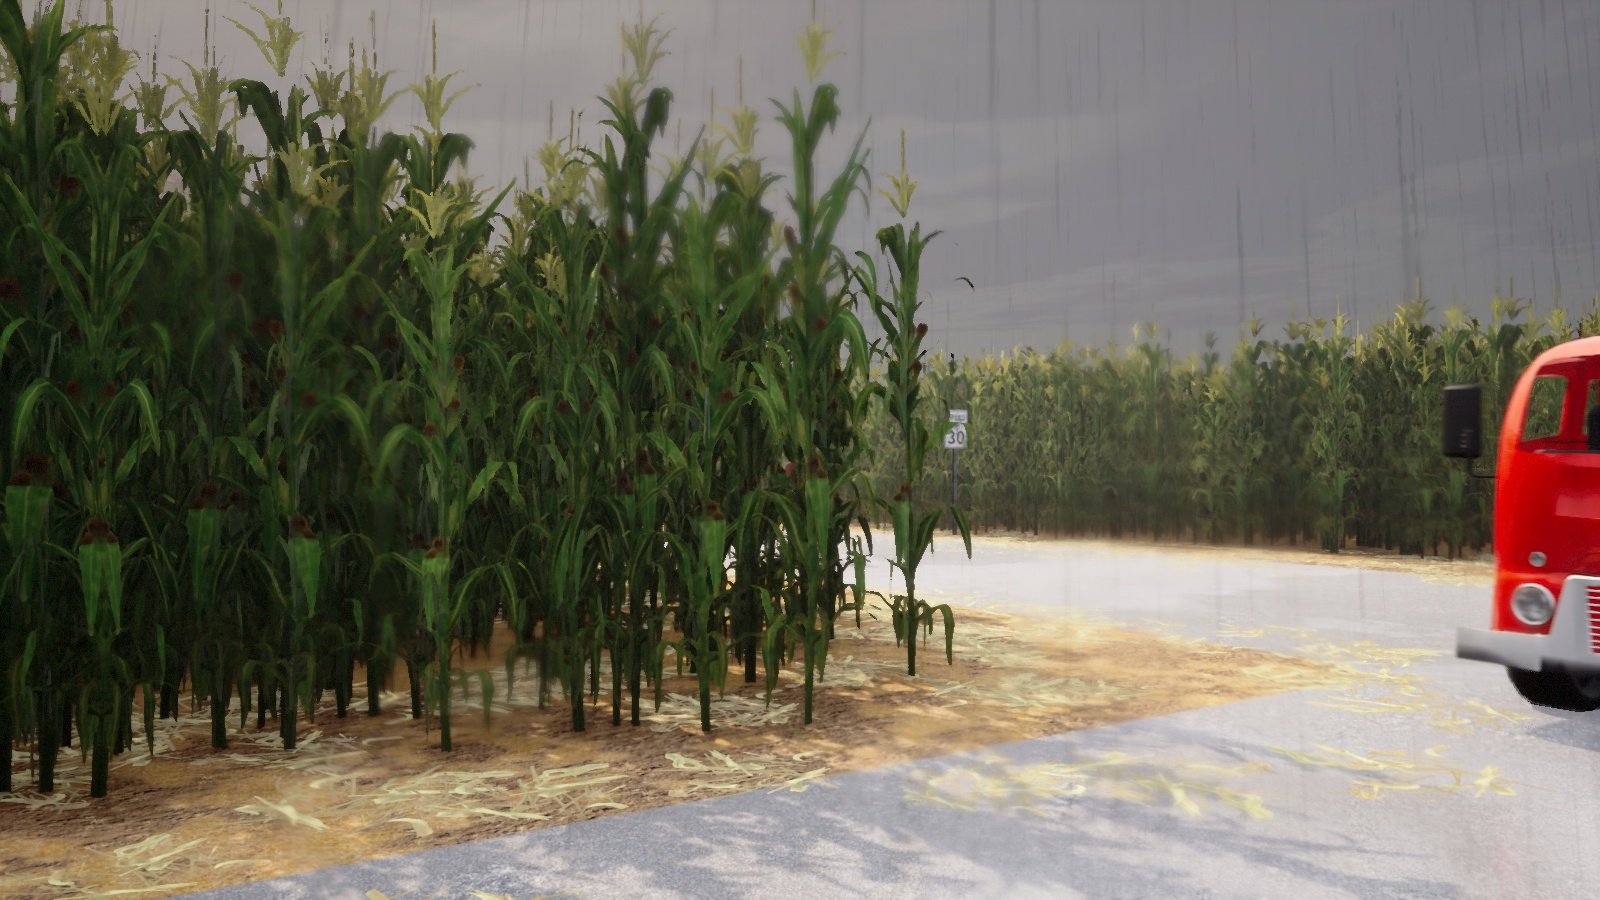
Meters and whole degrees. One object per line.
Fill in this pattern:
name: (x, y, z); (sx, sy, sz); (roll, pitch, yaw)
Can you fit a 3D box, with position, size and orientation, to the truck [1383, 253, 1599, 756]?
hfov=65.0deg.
truck: (6.178, 0.278, 7.466); (5.204, 2.467, 2.627); (0, 0, -35)
